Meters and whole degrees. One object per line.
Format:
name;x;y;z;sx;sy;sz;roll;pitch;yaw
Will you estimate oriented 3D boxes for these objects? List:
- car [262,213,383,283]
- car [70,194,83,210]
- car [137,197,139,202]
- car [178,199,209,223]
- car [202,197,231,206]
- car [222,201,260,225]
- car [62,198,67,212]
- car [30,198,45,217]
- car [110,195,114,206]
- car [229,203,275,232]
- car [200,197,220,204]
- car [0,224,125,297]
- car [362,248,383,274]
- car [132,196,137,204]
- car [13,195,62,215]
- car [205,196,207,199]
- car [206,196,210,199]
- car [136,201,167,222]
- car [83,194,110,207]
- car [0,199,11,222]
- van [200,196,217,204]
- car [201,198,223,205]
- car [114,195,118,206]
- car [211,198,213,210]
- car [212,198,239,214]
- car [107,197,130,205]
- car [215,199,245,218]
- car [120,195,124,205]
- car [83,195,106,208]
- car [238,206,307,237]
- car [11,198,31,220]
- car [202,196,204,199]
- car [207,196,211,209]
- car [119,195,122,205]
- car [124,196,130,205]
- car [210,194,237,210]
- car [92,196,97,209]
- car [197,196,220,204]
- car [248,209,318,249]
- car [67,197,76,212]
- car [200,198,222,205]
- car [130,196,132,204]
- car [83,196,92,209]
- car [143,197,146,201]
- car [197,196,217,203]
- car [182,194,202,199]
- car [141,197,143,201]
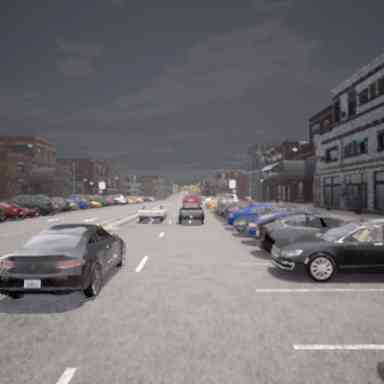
car;4.665;1.479;9.101;4.892;1.521;2.231;0;0;0
car;-15.980;1.423;39.883;4.553;1.767;2.185;0;0;0
car;-16.462;2.218;81.218;5.366;1.575;1.946;0;-1;0
car;-0.050;1.511;25.301;2.128;1.511;4.902;0;0;0
car;4.526;1.771;61.759;5.366;1.575;1.946;0;-1;0
car;4.586;1.489;20.093;5.008;1.535;2.097;0;0;0
car;-15.902;1.565;34.368;4.674;1.452;2.002;0;0;0
car;-15.832;1.535;28.853;4.792;1.488;2.163;0;0;0
car;-16.030;1.401;53.665;5.566;2.045;2.435;0;-1;0
car;4.614;1.486;17.313;4.892;1.521;2.231;0;0;0
car;4.271;2.030;78.554;4.553;1.767;2.185;0;-1;0
car;-2.950;1.524;8.422;1.812;1.442;4.674;0;0;0
car;4.688;1.518;3.545;4.674;1.452;2.002;0;0;0
car;-16.440;2.158;78.459;5.366;1.575;1.946;0;-1;0
car;-15.911;1.264;31.612;5.566;2.045;2.435;0;0;0
car;4.409;1.440;45.227;4.553;1.767;2.185;0;0;0
car;4.480;1.543;39.546;4.892;1.521;2.231;0;0;0
car;-3.058;1.624;26.771;1.895;1.301;4.718;0;0;0
car;-16.008;1.370;50.907;5.566;2.045;2.435;0;-1;0
car;-15.786;1.364;23.341;4.553;1.767;2.185;0;0;0
van;4.308;2.109;86.894;4.442;1.987;1.878;0;-1;0
car;4.302;2.058;72.994;4.792;1.488;2.163;0;-1;0
car;-16.051;1.442;56.417;5.566;2.045;2.435;0;-1;0
car;4.494;1.545;31.333;4.792;1.488;2.163;0;0;0
car;4.546;1.507;28.555;5.008;1.535;2.097;0;0;0
car;-16.180;1.911;72.949;4.553;1.767;2.185;0;-1;0
car;4.551;1.502;25.775;4.892;1.521;2.231;0;0;0
car;-16.176;1.723;64.681;4.553;1.767;2.185;0;-1;0
car;-15.829;1.591;48.154;5.366;1.575;1.946;0;0;0
car;4.622;1.522;14.659;4.674;1.452;2.002;0;0;0
car;-15.834;1.497;26.097;5.008;1.535;2.097;0;0;0
car;4.378;1.356;50.781;5.566;2.045;2.435;0;-1;0
car;4.676;1.530;36.767;5.366;1.575;1.946;0;0;0
car;-16.152;1.822;61.920;4.792;1.488;2.163;0;-1;0
car;-16.196;1.660;67.438;5.566;2.045;2.435;0;-1;0
car;4.479;1.398;34.105;4.553;1.767;2.185;0;0;-1
car;-15.990;1.616;45.395;4.674;1.452;2.002;0;0;0
car;4.177;2.023;83.995;5.566;2.045;2.435;0;-1;0
car;4.670;1.509;11.881;4.792;1.488;2.163;0;0;0
car;-15.956;1.566;37.125;4.792;1.488;2.163;0;0;0
car;4.251;2.093;75.773;5.008;1.535;2.097;0;-1;0
car;-16.161;1.723;70.195;5.566;2.045;2.435;0;-1;0
car;-15.965;1.560;42.640;5.008;1.535;2.097;0;0;0
car;-16.336;2.193;92.254;5.566;2.045;2.435;0;-1;0
car;4.183;2.247;95.229;5.566;2.045;2.435;0;-1;0
car;-0.156;1.297;42.991;2.150;2.045;5.566;0;0;0
car;-16.373;2.266;89.493;4.553;1.767;2.185;0;-1;0
